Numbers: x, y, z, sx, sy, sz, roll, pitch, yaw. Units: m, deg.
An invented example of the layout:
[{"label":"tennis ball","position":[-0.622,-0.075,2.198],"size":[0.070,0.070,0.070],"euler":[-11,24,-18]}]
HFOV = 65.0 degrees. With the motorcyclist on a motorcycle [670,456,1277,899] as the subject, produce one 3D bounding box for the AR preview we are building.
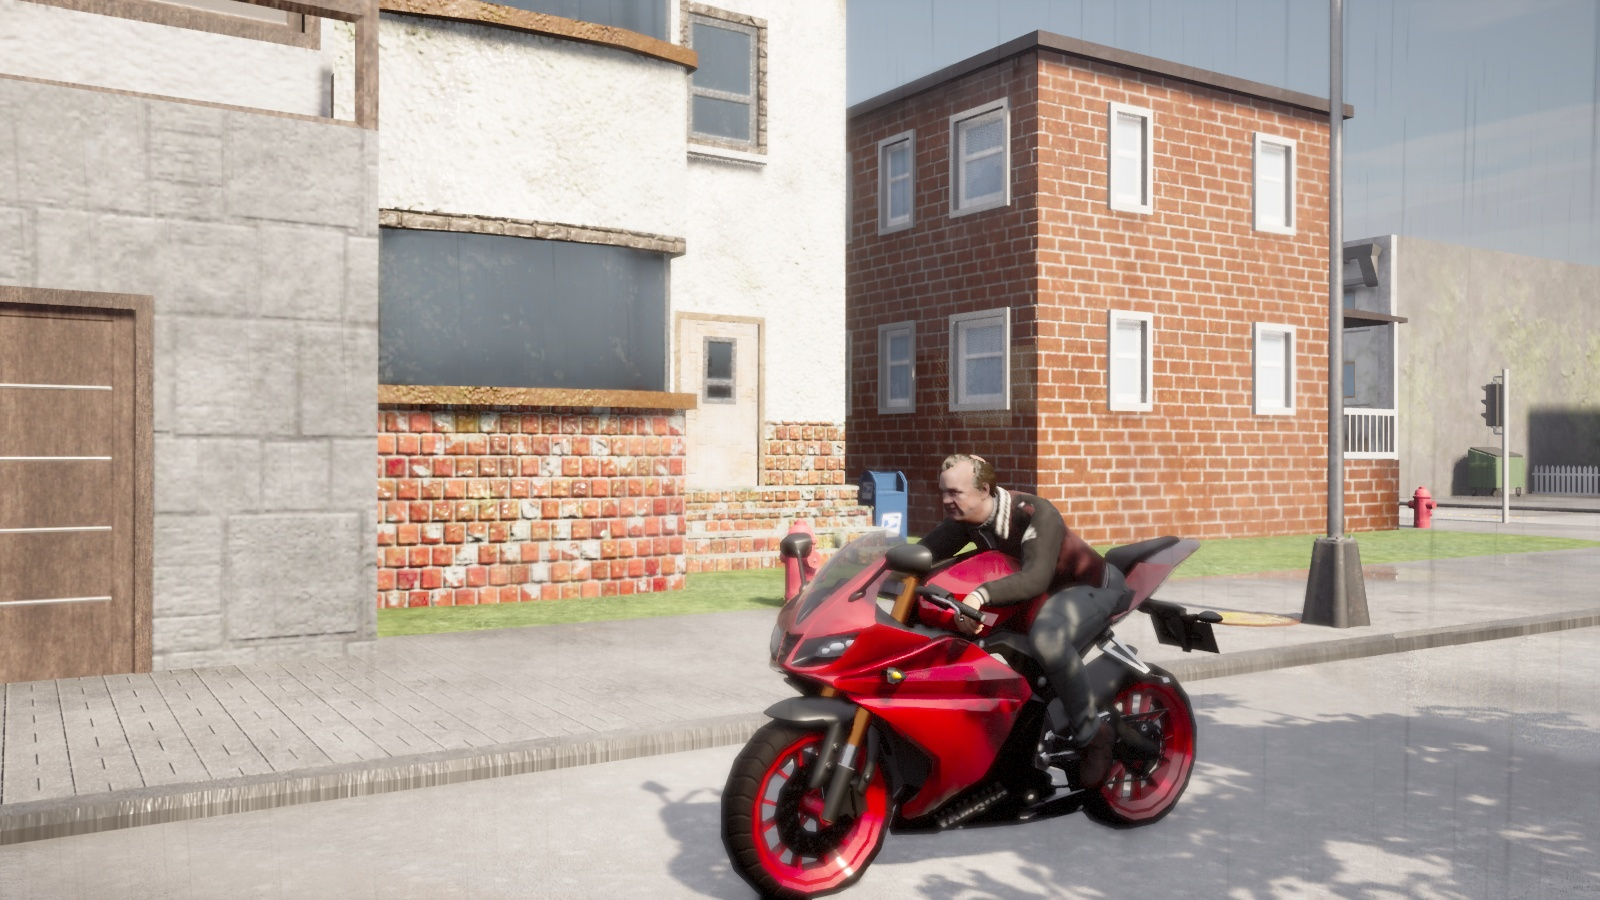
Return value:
[{"label":"motorcyclist on a motorcycle","position":[0.696,0.790,4.678],"size":[2.191,1.530,0.866],"euler":[0,0,-32]}]
